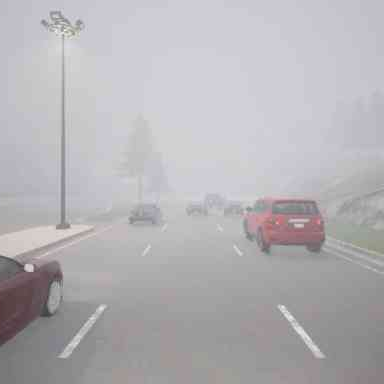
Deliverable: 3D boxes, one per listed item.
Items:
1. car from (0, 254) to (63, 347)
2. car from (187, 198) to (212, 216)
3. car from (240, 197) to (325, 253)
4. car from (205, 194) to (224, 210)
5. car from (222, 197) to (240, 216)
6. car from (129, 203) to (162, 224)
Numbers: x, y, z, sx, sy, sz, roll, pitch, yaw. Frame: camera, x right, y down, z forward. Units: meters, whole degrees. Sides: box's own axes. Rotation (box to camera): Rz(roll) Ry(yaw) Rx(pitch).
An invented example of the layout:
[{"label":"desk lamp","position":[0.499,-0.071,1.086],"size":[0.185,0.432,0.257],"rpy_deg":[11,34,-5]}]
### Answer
[{"label":"car","position":[-3.399,1.478,4.394],"size":[1.882,1.535,5.008],"rpy_deg":[0,0,0]},{"label":"car","position":[0.664,1.601,32.756],"size":[1.895,1.301,4.718],"rpy_deg":[0,0,6]},{"label":"car","position":[3.600,1.221,13.846],"size":[2.150,2.045,5.566],"rpy_deg":[0,0,0]},{"label":"car","position":[3.055,1.221,43.263],"size":[2.150,2.045,5.566],"rpy_deg":[0,0,16]},{"label":"car","position":[4.065,1.526,32.363],"size":[1.812,1.442,4.674],"rpy_deg":[0,0,5]},{"label":"car","position":[-3.355,1.547,24.597],"size":[2.033,1.411,5.357],"rpy_deg":[0,0,1]}]
